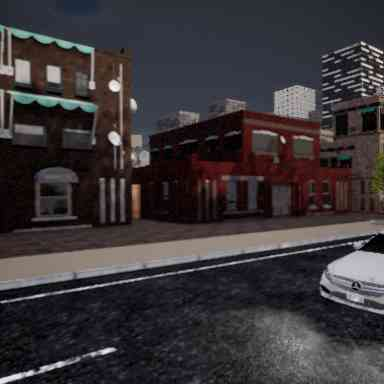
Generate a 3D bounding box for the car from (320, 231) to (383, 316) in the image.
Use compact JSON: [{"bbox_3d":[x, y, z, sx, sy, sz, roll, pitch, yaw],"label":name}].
[{"bbox_3d":[4.656,1.521,6.992,4.674,1.442,1.812,0,0,-36],"label":"car"}]
